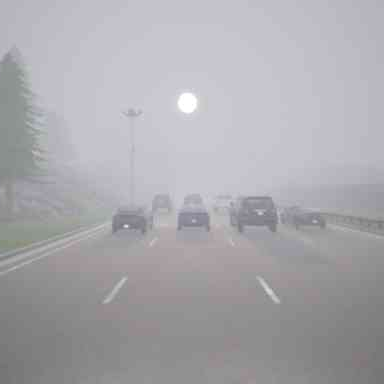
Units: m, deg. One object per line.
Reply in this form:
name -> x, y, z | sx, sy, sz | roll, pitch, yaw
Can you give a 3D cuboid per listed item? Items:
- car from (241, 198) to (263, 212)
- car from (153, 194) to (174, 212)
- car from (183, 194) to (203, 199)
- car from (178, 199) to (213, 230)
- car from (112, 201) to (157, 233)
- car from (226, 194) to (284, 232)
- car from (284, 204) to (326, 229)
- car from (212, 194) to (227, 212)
car -> 7.109, 1.512, 39.895 | 1.837, 1.490, 4.892 | 0, 0, 0
car -> -3.391, 1.229, 38.994 | 2.150, 2.045, 5.566 | 0, 0, 0
car -> 0.109, 1.229, 39.045 | 2.150, 2.045, 5.566 | 0, 0, 0
car -> 0.105, 1.482, 21.319 | 1.882, 1.535, 5.008 | 0, 0, 0
car -> -3.395, 1.508, 19.620 | 1.837, 1.490, 4.892 | 0, 0, 0
car -> 3.605, 1.225, 20.238 | 2.150, 2.045, 5.566 | 0, 0, 0
car -> 7.092, 1.530, 21.497 | 1.812, 1.442, 4.674 | 0, 0, 0
car -> 3.609, 1.229, 39.042 | 2.150, 2.045, 5.566 | 0, 0, 0
